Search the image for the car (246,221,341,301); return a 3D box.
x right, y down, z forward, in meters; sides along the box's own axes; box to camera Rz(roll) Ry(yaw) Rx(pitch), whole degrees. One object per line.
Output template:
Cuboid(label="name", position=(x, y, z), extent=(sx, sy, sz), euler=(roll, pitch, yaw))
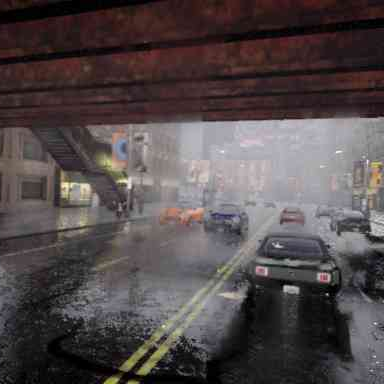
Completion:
Cuboid(label="car", position=(2.684, 1.729, 8.893), extent=(1.895, 1.301, 4.718), euler=(2, 0, 17))

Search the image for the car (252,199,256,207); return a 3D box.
Cuboid(label="car", position=(11.135, 2.007, 63.421), extent=(1.882, 1.535, 5.008), euler=(2, 0, 6))

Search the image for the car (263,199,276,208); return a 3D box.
Cuboid(label="car", position=(14.603, 2.318, 63.028), extent=(2.033, 1.411, 5.357), euler=(2, 0, 6))

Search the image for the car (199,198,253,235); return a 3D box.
Cuboid(label="car", position=(2.181, 1.495, 19.991), extent=(2.097, 1.767, 4.553), euler=(2, 0, 17))

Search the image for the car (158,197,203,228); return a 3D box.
Cuboid(label="car", position=(-0.614, 1.398, 22.846), extent=(2.097, 1.767, 4.553), euler=(2, 0, 17))

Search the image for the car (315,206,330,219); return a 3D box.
Cuboid(label="car", position=(14.764, 2.214, 36.925), extent=(2.033, 1.411, 5.357), euler=(2, 0, 17))

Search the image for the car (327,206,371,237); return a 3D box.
Cuboid(label="car", position=(10.110, 1.949, 21.406), extent=(1.837, 1.490, 4.892), euler=(2, 0, 17))

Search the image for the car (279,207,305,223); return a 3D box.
Cuboid(label="car", position=(8.563, 1.972, 28.431), extent=(1.994, 1.385, 4.181), euler=(2, 0, 17))
